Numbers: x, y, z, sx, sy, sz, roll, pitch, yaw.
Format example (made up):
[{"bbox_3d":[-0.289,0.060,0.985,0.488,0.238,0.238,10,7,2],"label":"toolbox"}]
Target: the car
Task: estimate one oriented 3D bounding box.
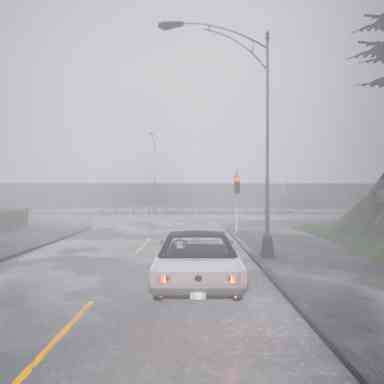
[{"bbox_3d":[0.118,1.599,8.256,1.895,1.301,4.718,0,0,0],"label":"car"}]
